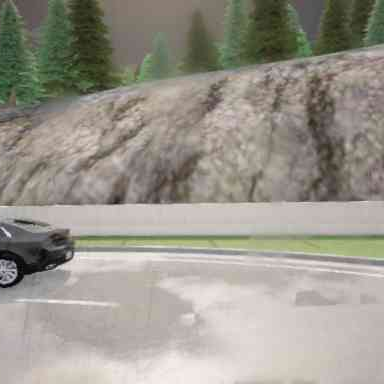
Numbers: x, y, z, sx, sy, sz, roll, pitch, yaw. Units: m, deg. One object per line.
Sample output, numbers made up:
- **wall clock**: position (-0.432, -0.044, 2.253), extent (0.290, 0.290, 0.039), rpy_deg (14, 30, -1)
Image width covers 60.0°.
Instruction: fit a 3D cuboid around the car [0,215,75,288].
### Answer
- **car**: position (-5.424, 1.345, 8.104), extent (4.892, 1.490, 1.837), rpy_deg (-1, 0, 1)
